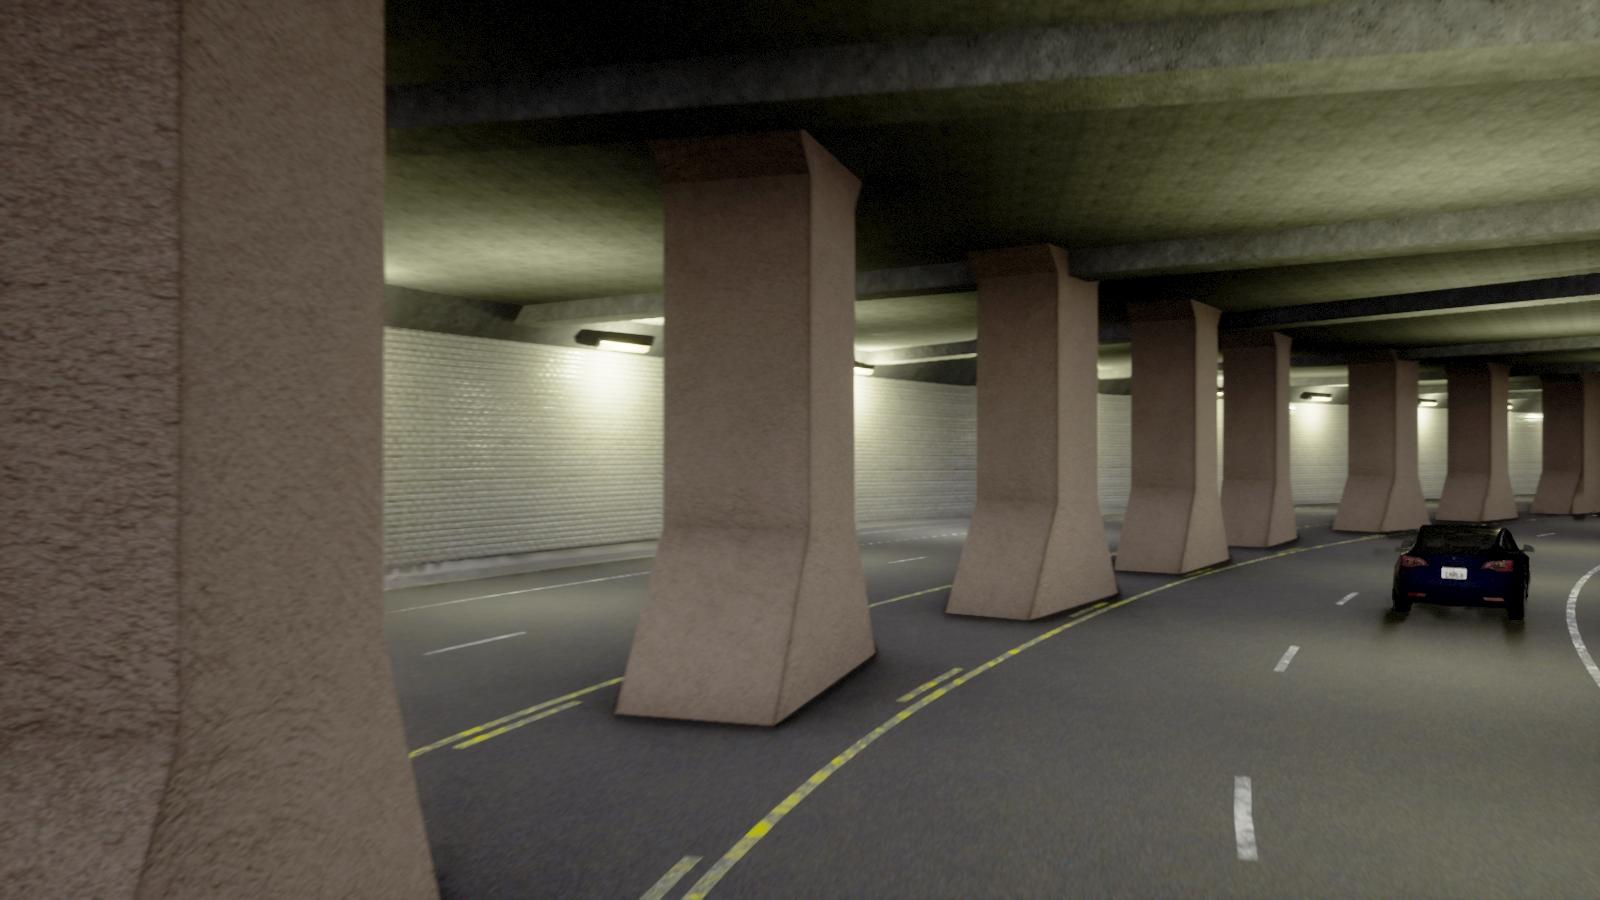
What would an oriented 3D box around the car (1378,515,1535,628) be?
[{"bbox_3d":[11.992,2.073,20.699,2.163,1.488,4.792,0,0,33],"label":"car"}]
